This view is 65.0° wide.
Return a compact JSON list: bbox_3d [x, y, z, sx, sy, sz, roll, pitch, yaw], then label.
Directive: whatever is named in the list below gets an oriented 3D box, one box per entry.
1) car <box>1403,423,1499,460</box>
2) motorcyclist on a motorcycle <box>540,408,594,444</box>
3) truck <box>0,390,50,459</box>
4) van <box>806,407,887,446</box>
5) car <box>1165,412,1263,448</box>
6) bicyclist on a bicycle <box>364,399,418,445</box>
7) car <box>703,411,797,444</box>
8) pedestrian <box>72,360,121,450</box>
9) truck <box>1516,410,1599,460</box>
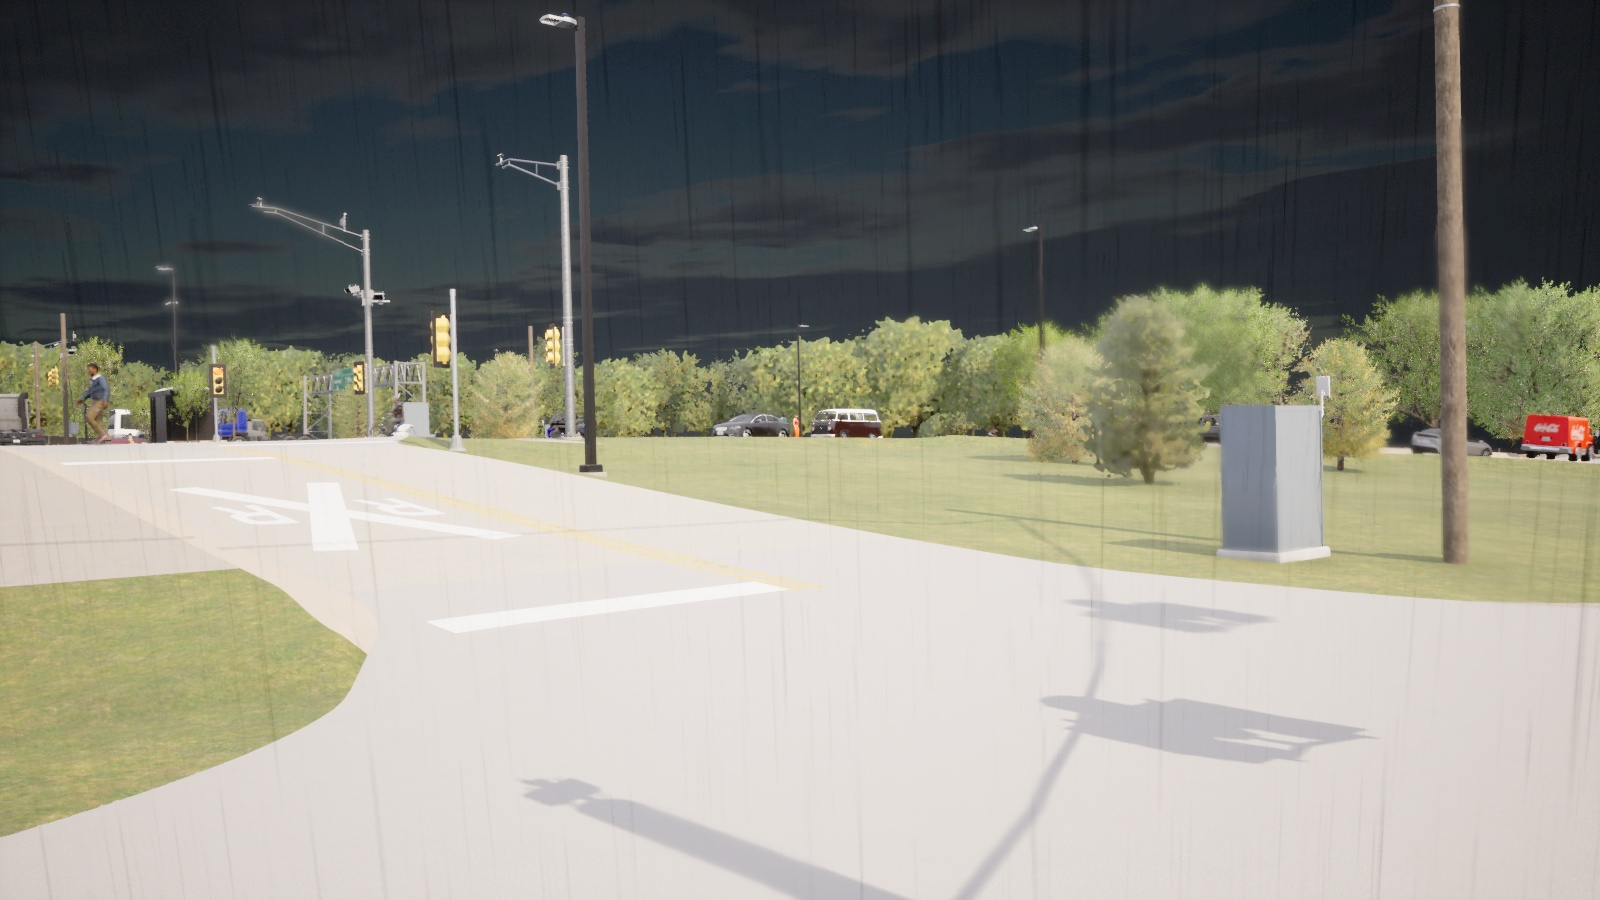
[{"bbox_3d":[32.693,-0.436,63.082,4.514,1.525,2.007,2,5,-30],"label":"car"},{"bbox_3d":[-10.112,-1.035,54.497,0.866,1.530,2.191,-1,0,45],"label":"motorcyclist on a motorcycle"},{"bbox_3d":[-42.469,-1.261,67.032,2.891,3.462,7.936,-2,1,-39],"label":"truck"},{"bbox_3d":[2.612,-1.299,70.299,2.069,2.038,4.480,-1,-1,43],"label":"van"},{"bbox_3d":[22.165,-1.099,67.420,1.932,1.855,4.605,-2,3,-45],"label":"car"},{"bbox_3d":[-15.980,-1.088,49.071,1.843,1.776,0.659,-1,1,-41],"label":"bicyclist on a bicycle"},{"bbox_3d":[-2.438,-1.099,62.676,2.128,1.511,4.902,-1,-1,36],"label":"car"},{"bbox_3d":[-15.476,-0.981,27.630,0.423,1.949,0.788,-1,1,42],"label":"pedestrian"},{"bbox_3d":[42.989,-0.832,71.063,5.204,2.467,2.627,2,3,-42],"label":"truck"}]
